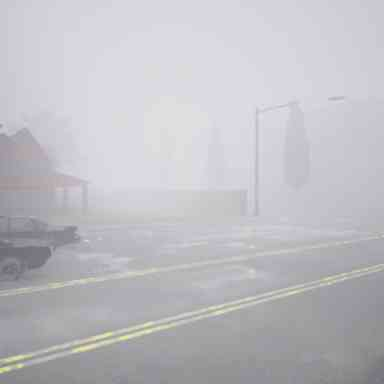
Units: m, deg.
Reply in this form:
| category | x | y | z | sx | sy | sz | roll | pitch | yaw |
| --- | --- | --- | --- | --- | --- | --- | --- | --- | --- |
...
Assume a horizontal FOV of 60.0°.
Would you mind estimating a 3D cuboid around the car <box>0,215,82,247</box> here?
| category | x | y | z | sx | sy | sz | roll | pitch | yaw |
| --- | --- | --- | --- | --- | --- | --- | --- | --- | --- |
| car | -6.836 | 1.552 | 12.008 | 5.357 | 1.411 | 2.033 | 0 | 0 | -35 |

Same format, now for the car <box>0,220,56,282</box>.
| category | x | y | z | sx | sy | sz | roll | pitch | yaw |
| --- | --- | --- | --- | --- | --- | --- | --- | --- | --- |
| car | -6.148 | 1.598 | 8.200 | 4.718 | 1.301 | 1.895 | 0 | 0 | -35 |
